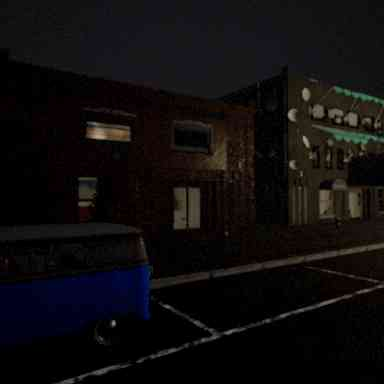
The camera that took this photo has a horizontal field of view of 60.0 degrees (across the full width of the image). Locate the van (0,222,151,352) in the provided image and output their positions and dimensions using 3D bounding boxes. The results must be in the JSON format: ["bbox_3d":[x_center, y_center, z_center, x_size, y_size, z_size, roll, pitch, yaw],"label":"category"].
[{"bbox_3d":[-2.550,1.377,4.712,3.998,1.788,1.690,1,-1,-35],"label":"van"}]
